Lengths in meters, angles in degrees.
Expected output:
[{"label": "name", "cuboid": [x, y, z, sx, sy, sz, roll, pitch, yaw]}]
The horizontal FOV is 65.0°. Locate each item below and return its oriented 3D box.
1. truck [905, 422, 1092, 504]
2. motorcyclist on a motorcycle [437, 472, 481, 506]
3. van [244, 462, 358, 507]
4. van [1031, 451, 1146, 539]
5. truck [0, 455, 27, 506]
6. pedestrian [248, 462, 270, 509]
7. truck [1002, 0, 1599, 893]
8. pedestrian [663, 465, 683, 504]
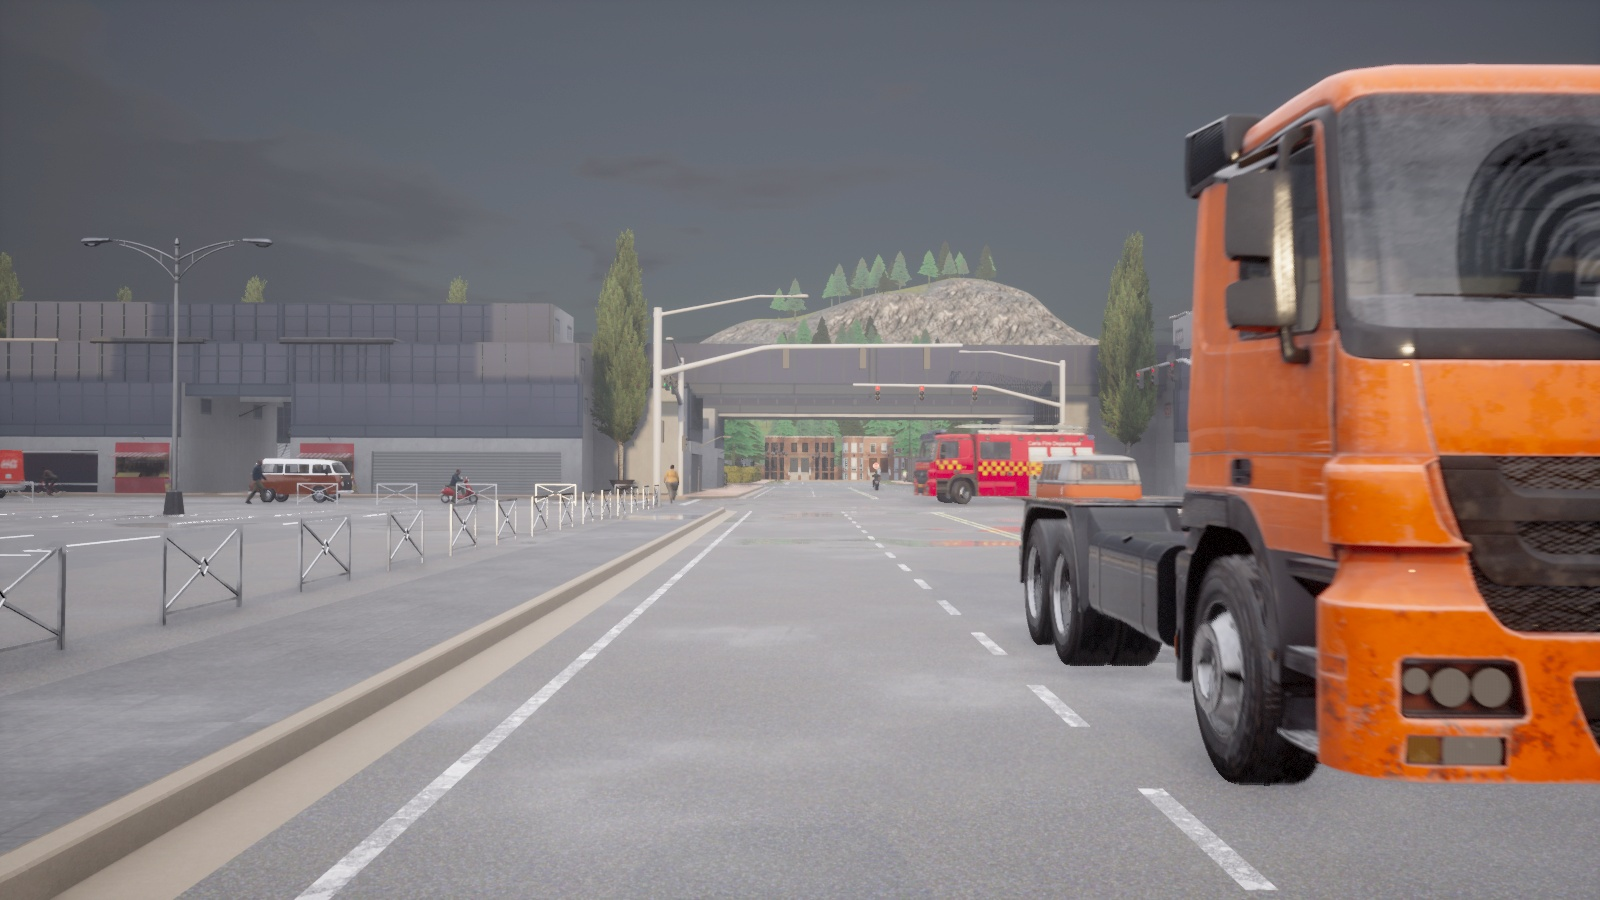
[{"label": "truck", "cuboid": [9.628, 0.635, 61.132, 8.468, 3.827, 2.891, 0, -1, -11]}, {"label": "motorcyclist on a motorcycle", "cuboid": [-15.840, 1.808, 58.317, 1.817, 1.590, 0.866, 0, -1, 1]}, {"label": "van", "cuboid": [-23.202, 1.611, 58.494, 4.480, 2.038, 2.069, 0, -1, 1]}, {"label": "van", "cuboid": [6.931, 1.053, 30.621, 1.775, 1.987, 4.442, 0, -1, 0]}, {"label": "truck", "cuboid": [-41.894, 1.538, 62.501, 5.204, 2.467, 2.627, -1, -1, 2]}, {"label": "pedestrian", "cuboid": [-21.450, 1.393, 49.809, 0.726, 1.842, 0.402, 0, -1, -11]}, {"label": "truck", "cuboid": [3.504, -0.037, 8.636, 2.891, 3.462, 7.936, 0, -1, 0]}, {"label": "pedestrian", "cuboid": [-6.007, 1.619, 59.419, 0.874, 1.855, 0.900, 0, -1, -1]}]
